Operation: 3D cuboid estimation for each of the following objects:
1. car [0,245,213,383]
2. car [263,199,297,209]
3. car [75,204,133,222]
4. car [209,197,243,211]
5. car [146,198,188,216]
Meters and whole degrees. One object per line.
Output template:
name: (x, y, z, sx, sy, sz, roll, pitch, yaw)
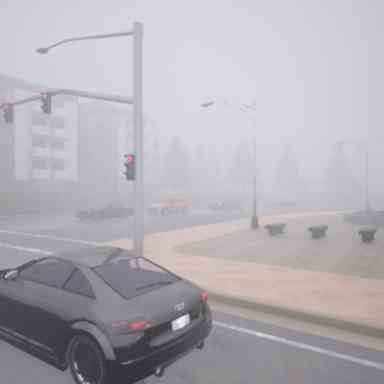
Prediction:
car: (-1.770, 1.573, 5.255, 4.181, 1.385, 1.994, 0, 0, 35)
car: (12.286, 1.635, 46.428, 4.718, 1.301, 1.895, 0, 0, -28)
car: (-7.061, 1.645, 27.018, 1.895, 1.301, 4.718, 0, 0, 34)
car: (4.161, 1.394, 40.671, 4.553, 1.767, 2.097, 0, 0, -40)
car: (-2.465, 1.396, 33.496, 2.097, 1.767, 4.553, 0, 0, 38)
